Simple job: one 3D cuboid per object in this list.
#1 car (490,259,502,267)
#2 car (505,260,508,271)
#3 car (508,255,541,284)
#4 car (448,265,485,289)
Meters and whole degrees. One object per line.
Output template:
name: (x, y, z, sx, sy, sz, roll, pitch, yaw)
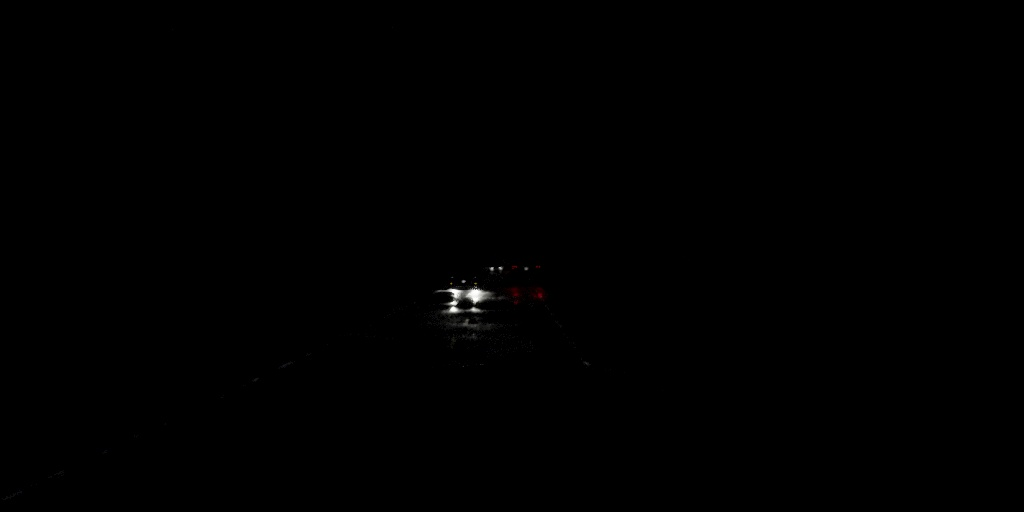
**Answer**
car: (-2.778, 1.227, 64.790, 1.812, 1.442, 4.674, 0, 0, 0)
car: (0.020, 1.195, 48.557, 1.882, 1.535, 5.008, 0, 0, 1)
car: (0.958, 0.960, 26.769, 2.150, 2.045, 5.566, 0, 0, 0)
car: (-2.851, 1.302, 23.029, 1.994, 1.385, 4.181, 0, 0, 0)
